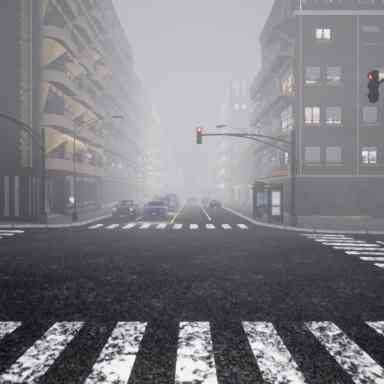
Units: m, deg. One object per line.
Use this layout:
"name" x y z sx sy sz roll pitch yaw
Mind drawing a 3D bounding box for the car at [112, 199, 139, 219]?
"car" -5.717 1.438 29.161 1.967 1.590 4.097 0 0 0

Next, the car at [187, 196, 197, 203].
"car" 0.043 1.561 69.663 1.994 1.385 4.181 0 0 0

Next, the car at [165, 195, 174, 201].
"car" -5.761 1.546 85.548 2.008 1.369 4.403 0 0 0

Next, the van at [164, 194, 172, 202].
"van" -5.757 1.337 79.910 1.690 1.788 3.998 0 0 0

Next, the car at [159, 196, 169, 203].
"car" -5.748 1.522 68.462 1.752 1.417 4.829 0 0 0

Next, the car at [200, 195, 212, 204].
"car" 2.637 1.437 62.995 1.967 1.590 4.097 0 0 0

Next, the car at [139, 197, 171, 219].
"car" -3.110 1.475 29.033 1.882 1.535 5.008 0 0 -1

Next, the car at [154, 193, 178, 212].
"car" -3.119 1.349 38.872 2.097 1.767 4.553 0 0 0

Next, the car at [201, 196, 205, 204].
"car" 2.651 1.542 46.078 1.887 1.381 4.507 0 0 0

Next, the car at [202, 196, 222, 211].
"car" 2.655 1.548 40.440 2.008 1.369 4.403 0 0 0

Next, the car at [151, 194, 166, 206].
"car" -5.740 1.312 57.354 2.192 1.841 5.009 0 0 0
